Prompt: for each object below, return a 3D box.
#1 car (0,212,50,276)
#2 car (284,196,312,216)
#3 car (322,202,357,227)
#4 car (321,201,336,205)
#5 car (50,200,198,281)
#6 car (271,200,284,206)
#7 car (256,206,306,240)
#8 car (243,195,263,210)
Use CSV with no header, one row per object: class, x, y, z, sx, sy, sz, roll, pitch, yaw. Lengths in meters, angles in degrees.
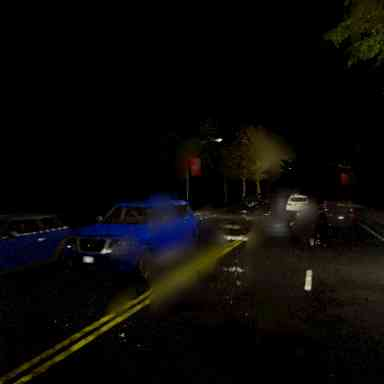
car,-5.450,1.427,9.433,2.097,1.767,4.553,0,0,21
car,11.262,1.419,34.901,2.150,2.045,5.566,0,0,21
car,10.612,1.688,23.949,1.994,1.385,4.181,0,0,21
car,16.700,1.768,40.174,2.033,1.411,5.357,0,0,21
car,-1.538,1.292,10.614,2.150,2.045,5.566,0,0,21
car,12.993,1.859,49.265,1.994,1.385,4.181,0,-1,21
car,4.843,1.662,17.791,1.994,1.385,4.181,0,0,21
car,8.716,1.512,47.156,2.150,2.045,5.566,0,0,21
